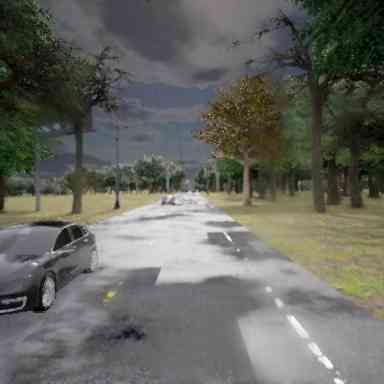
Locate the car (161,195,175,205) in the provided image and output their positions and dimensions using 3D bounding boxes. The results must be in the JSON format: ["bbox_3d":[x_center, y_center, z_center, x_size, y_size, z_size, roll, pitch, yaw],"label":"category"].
[{"bbox_3d":[-3.567,1.224,50.508,2.128,1.511,4.902,0,0,0],"label":"car"}]

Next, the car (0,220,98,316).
[{"bbox_3d":[-3.600,1.485,7.723,1.837,1.490,4.892,0,0,0],"label":"car"}]
